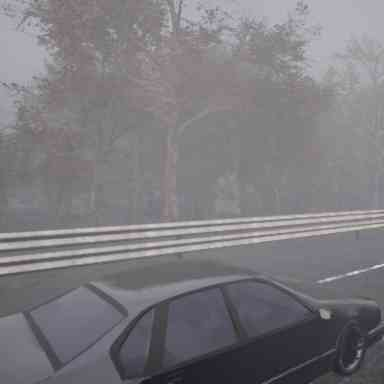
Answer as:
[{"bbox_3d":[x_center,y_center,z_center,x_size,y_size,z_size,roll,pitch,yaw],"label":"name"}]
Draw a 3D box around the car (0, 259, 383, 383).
[{"bbox_3d":[0.091,1.549,3.815,5.357,1.411,2.033,0,0,-35],"label":"car"}]
